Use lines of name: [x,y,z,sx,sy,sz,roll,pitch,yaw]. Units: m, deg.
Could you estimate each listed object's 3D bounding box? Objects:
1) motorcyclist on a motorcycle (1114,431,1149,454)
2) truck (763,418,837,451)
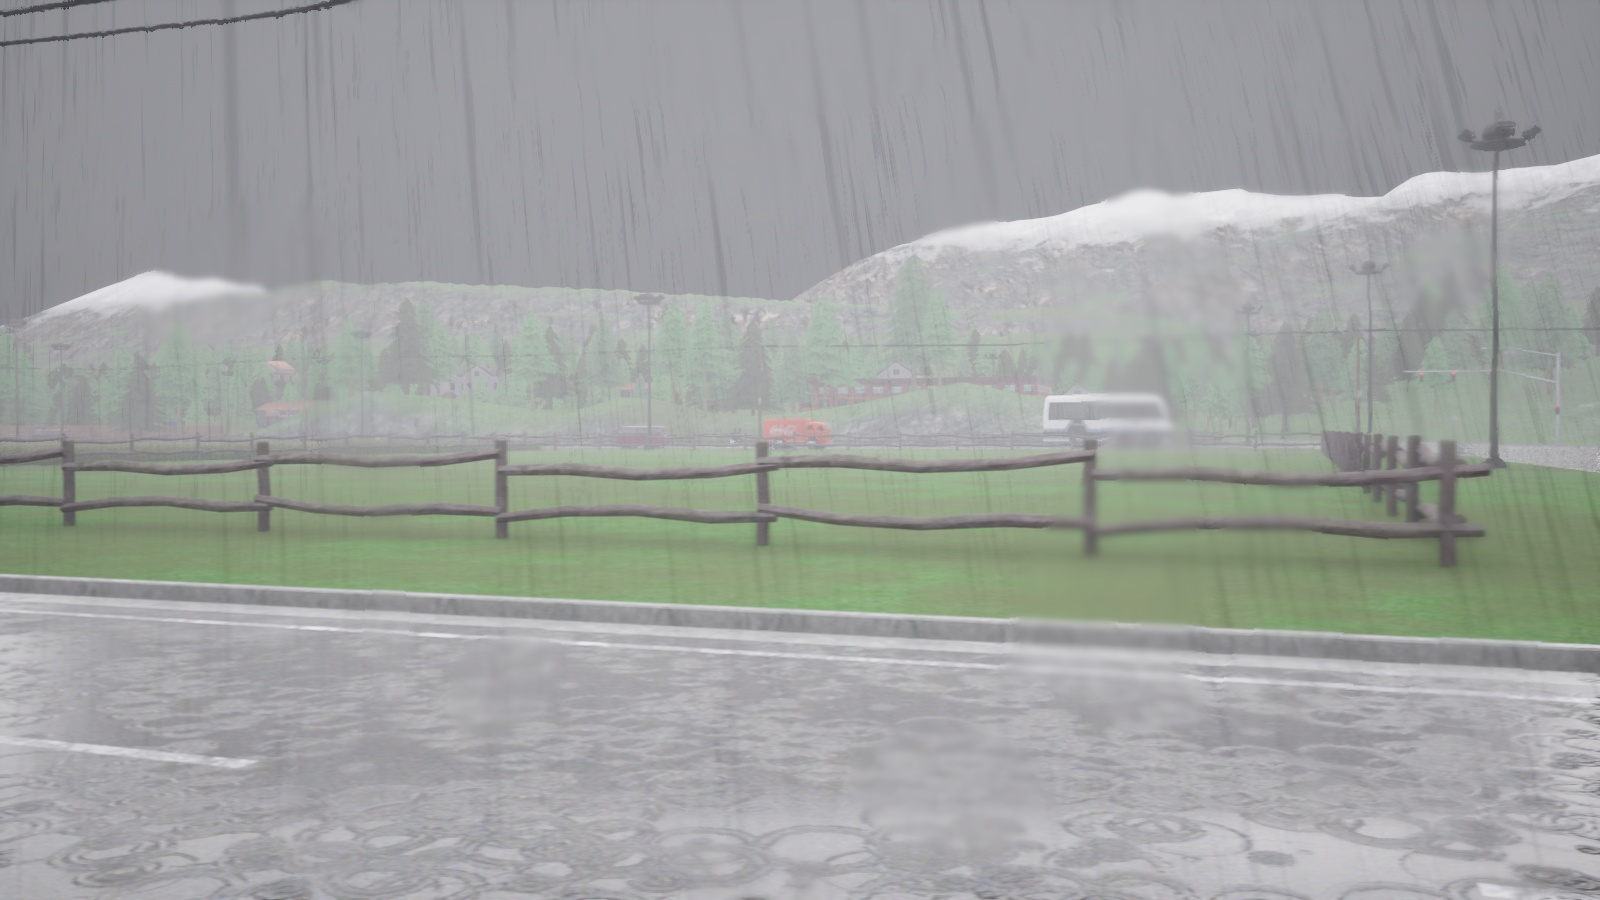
motorcyclist on a motorcycle: [23.756,-0.562,90.030,2.350,1.649,0.766,0,1,18]
truck: [0.001,-1.214,97.943,5.204,2.467,2.627,1,1,18]
